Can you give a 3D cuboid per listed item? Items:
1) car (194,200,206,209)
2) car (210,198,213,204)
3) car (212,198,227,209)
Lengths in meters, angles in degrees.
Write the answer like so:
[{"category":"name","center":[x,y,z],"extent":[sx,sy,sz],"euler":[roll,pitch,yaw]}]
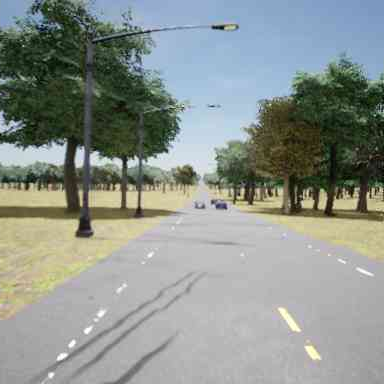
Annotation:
[{"category":"car","center":[1.361,2.080,56.703],"extent":[2.128,1.511,4.902],"euler":[2,0,2]},{"category":"car","center":[5.620,2.292,83.370],"extent":[1.882,1.535,5.008],"euler":[2,0,2]},{"category":"car","center":[5.043,2.175,58.044],"extent":[1.882,1.535,5.008],"euler":[2,0,2]}]
